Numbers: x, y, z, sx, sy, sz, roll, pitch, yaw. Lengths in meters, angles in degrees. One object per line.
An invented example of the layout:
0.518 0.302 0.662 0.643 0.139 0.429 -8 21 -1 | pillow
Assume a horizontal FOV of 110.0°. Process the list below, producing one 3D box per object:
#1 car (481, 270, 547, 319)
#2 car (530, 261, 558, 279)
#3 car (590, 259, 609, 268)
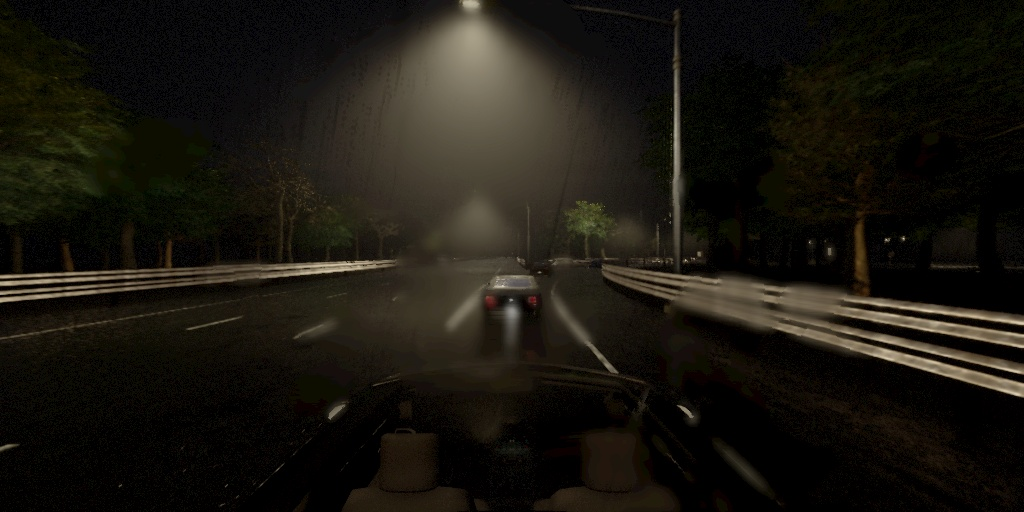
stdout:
0.095 1.332 12.695 1.895 1.301 4.718 0 0 2 | car
2.866 1.195 31.480 1.882 1.535 5.008 0 0 14 | car
13.608 1.169 55.962 1.812 1.442 4.674 0 0 33 | car
